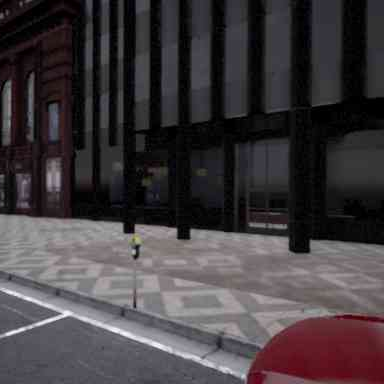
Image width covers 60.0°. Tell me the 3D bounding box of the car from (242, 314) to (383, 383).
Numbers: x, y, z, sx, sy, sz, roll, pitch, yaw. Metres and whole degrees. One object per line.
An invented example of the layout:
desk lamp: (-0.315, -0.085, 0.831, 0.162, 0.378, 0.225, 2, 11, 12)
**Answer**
car: (2.513, 1.324, 1.168, 5.009, 1.841, 2.192, 0, 0, 35)
